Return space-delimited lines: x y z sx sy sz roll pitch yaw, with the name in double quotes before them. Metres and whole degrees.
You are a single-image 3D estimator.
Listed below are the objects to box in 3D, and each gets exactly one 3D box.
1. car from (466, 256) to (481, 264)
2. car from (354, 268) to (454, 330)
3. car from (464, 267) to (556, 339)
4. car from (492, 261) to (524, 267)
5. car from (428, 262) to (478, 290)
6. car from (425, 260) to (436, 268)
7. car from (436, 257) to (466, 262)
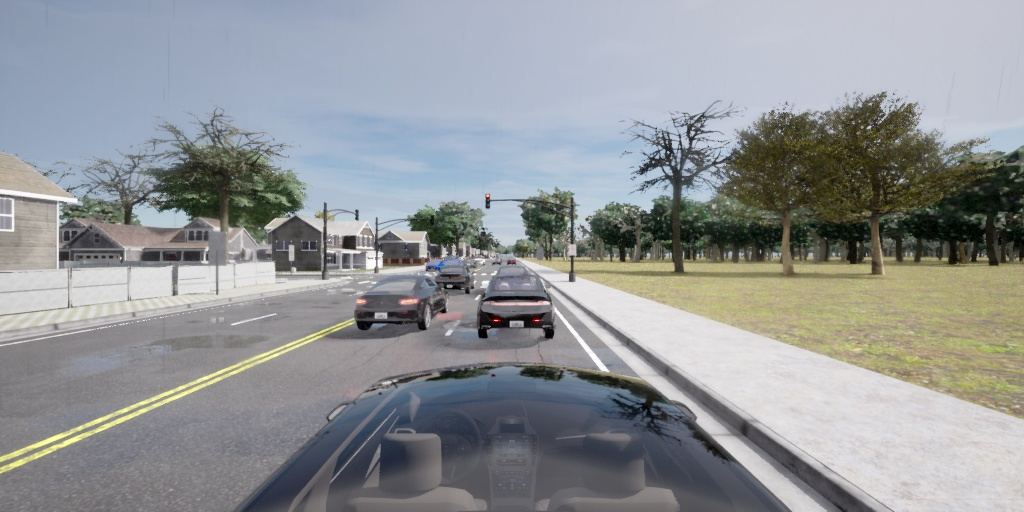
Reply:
"car" -6.635 1.224 56.427 2.128 1.511 4.902 0 0 0
"car" -3.154 1.275 10.949 1.812 1.442 4.674 0 0 0
"car" 0.095 1.241 10.084 2.128 1.511 4.902 0 0 0
"car" 0.030 1.227 19.540 1.882 1.535 5.008 0 0 0
"car" -3.153 1.254 20.208 1.837 1.490 4.892 0 0 -1
"car" -9.873 1.217 46.808 1.882 1.535 5.008 0 0 1
"car" -6.633 1.222 39.394 1.882 1.535 5.008 0 0 0
